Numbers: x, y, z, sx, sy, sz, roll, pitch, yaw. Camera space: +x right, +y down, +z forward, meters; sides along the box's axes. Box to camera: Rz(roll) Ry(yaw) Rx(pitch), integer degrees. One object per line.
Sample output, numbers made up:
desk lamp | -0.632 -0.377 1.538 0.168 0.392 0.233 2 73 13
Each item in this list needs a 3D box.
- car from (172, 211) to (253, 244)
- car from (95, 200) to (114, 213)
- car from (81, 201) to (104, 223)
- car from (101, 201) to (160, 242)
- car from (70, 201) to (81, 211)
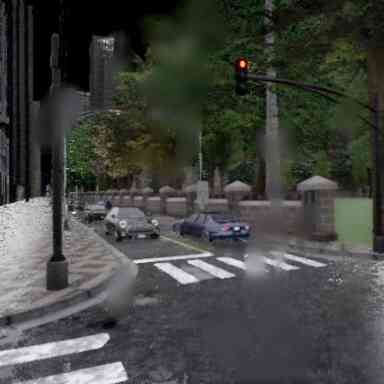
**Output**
car | 0.829 1.684 16.854 2.033 1.411 5.357 0 0 -27
car | -11.953 1.897 45.276 1.882 1.535 5.008 0 0 -23
car | -8.245 1.778 29.059 1.882 1.535 5.008 0 0 -24
car | -3.295 1.535 17.815 2.097 1.767 4.553 0 0 -24
car | -16.688 2.040 48.461 1.994 1.385 4.181 0 0 -24
